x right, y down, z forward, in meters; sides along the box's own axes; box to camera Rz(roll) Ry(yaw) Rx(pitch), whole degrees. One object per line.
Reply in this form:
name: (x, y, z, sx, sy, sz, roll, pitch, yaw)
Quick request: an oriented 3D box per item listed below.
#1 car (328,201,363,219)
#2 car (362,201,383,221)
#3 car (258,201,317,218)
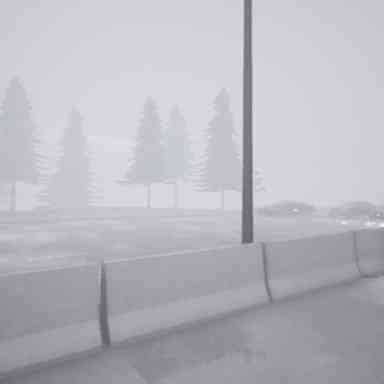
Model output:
car: (13.515, 1.443, 27.669, 4.674, 1.442, 1.812, 0, 0, -25)
car: (15.042, 1.492, 24.516, 4.181, 1.385, 1.994, 0, 0, -25)
car: (8.421, 1.458, 29.113, 5.357, 1.411, 2.033, 0, 0, -27)
